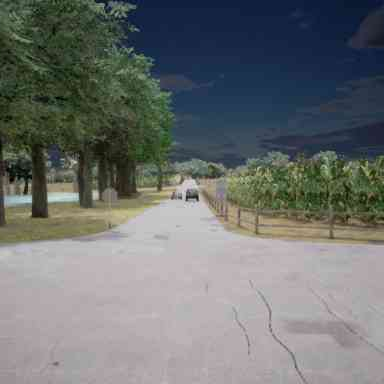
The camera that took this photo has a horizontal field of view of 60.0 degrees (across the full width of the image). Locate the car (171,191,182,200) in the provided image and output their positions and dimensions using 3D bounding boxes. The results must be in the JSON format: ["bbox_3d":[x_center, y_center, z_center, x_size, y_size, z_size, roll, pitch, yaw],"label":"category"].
[{"bbox_3d":[-2.720,0.607,59.642,1.812,1.442,4.674,0,2,0],"label":"car"}]

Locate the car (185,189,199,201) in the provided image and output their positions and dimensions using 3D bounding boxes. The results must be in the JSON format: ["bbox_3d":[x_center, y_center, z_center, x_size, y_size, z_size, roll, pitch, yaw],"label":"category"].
[{"bbox_3d":[0.027,0.435,55.074,2.150,2.045,5.566,0,2,0],"label":"car"}]

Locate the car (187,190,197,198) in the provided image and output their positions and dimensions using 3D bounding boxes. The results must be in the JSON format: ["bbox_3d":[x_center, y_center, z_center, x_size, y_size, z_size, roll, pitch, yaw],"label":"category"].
[{"bbox_3d":[0.033,0.366,65.466,1.882,1.535,5.008,0,2,0],"label":"car"}]
